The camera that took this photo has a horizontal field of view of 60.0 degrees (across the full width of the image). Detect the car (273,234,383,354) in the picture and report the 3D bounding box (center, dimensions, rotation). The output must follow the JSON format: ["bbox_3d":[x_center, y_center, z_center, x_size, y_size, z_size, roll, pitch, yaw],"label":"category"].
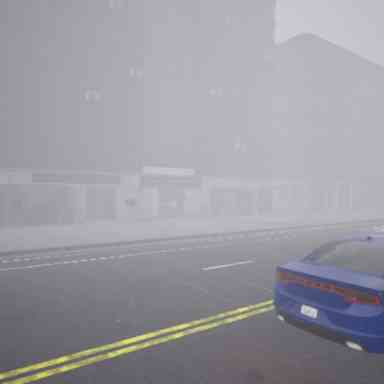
[{"bbox_3d":[3.635,1.509,6.034,5.008,1.535,1.882,0,0,-35],"label":"car"}]
